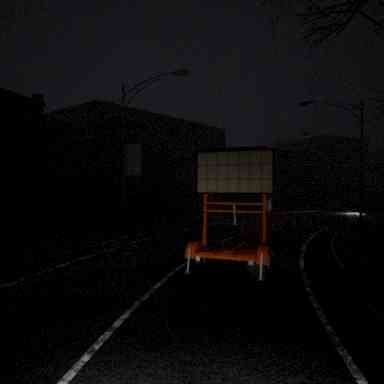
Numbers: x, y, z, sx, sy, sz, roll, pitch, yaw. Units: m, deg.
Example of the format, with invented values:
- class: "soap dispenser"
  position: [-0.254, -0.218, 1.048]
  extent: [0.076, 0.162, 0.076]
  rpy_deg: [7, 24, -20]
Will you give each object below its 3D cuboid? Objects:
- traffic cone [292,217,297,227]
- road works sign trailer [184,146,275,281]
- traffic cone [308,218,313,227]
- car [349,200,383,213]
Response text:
- class: "traffic cone"
  position: [6.745, 1.966, 21.902]
  extent: [0.340, 0.580, 0.340]
  rpy_deg: [1, 0, 23]
- class: "road works sign trailer"
  position: [1.317, 0.460, 10.107]
  extent: [2.380, 3.560, 2.880]
  rpy_deg: [0, 0, 21]
- class: "traffic cone"
  position: [7.666, 1.978, 21.513]
  extent: [0.340, 0.580, 0.340]
  rpy_deg: [1, 0, 23]
- class: "car"
  position: [19.706, 1.638, 37.707]
  extent: [4.181, 1.385, 1.994]
  rpy_deg: [1, 1, -31]
